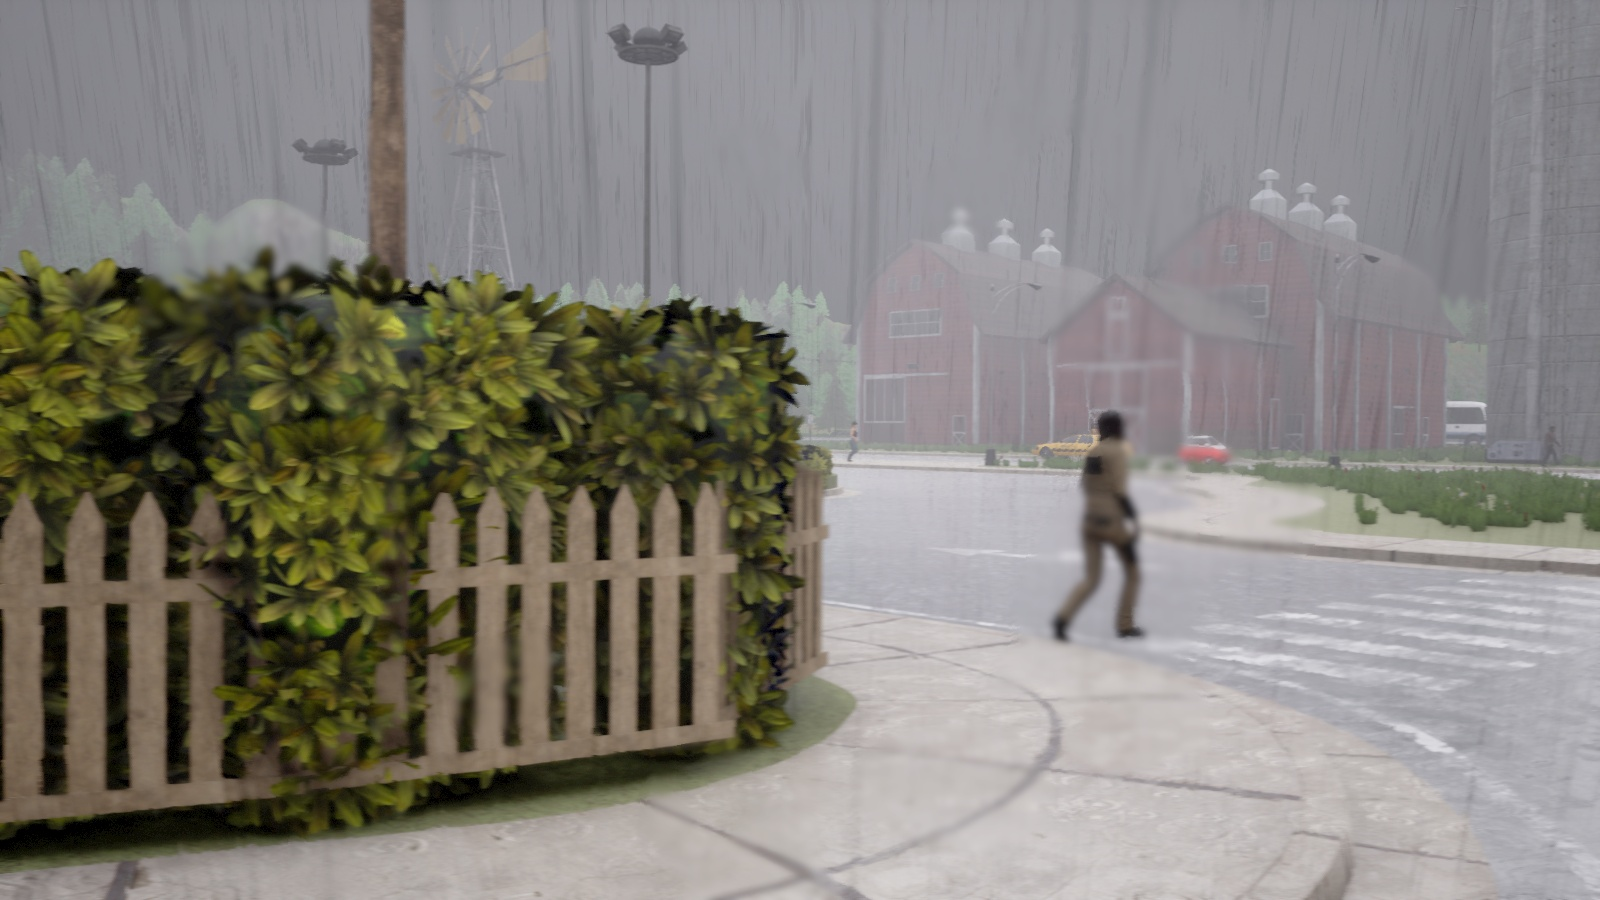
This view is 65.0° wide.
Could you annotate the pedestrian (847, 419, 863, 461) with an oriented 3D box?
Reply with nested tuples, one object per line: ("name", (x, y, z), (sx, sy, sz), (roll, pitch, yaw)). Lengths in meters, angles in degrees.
("pedestrian", (2.434, -0.450, 55.476), (0.594, 1.836, 0.345), (0, 1, 21))

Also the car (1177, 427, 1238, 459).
("car", (18.503, -0.312, 57.077), (2.207, 1.376, 1.481), (0, 1, 43))

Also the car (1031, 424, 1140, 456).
("car", (14.813, -0.525, 65.337), (5.366, 1.575, 1.801), (0, 1, 43))

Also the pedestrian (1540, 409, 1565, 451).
("pedestrian", (32.911, -0.873, 54.922), (0.328, 1.805, 0.869), (-1, 1, -32))

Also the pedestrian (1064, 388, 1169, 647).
("pedestrian", (2.445, 0.494, 9.701), (0.692, 1.930, 0.396), (-1, 1, -29))
